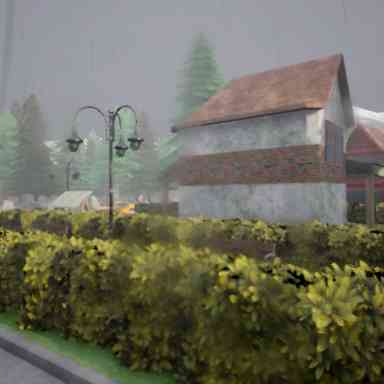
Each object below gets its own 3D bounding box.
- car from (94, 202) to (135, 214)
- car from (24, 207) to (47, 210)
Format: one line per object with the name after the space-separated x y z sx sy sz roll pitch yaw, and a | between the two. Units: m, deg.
-8.253 1.811 36.004 1.882 1.535 5.008 0 0 36 | car
-13.753 1.935 28.398 1.895 1.301 4.718 0 0 36 | car
